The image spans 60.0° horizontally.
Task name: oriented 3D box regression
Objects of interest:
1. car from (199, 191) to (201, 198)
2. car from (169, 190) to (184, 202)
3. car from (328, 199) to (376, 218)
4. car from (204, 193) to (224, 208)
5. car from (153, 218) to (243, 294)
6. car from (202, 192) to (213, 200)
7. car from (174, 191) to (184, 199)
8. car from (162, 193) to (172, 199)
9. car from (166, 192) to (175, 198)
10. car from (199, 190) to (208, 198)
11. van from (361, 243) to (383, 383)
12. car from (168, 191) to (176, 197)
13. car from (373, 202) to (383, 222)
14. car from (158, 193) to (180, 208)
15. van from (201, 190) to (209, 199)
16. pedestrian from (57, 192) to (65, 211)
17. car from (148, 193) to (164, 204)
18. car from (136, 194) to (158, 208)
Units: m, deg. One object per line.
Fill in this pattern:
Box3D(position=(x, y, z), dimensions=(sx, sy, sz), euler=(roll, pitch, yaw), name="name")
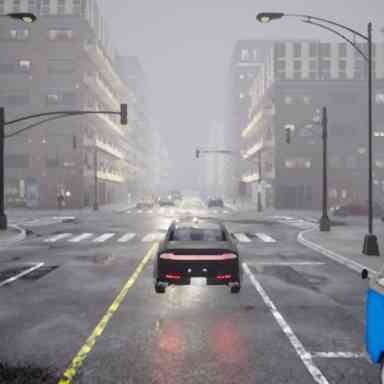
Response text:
Box3D(position=(2.881, 0.890, 68.397), dimensions=(1.752, 1.417, 4.829), euler=(1, 1, 0), name="car")
Box3D(position=(-2.895, 0.672, 59.290), dimensions=(2.150, 2.045, 5.566), euler=(0, 0, 1), name="car")
Box3D(position=(13.715, 1.335, 28.174), dimensions=(4.097, 1.590, 1.967), euler=(0, -1, 1), name="car")
Box3D(position=(2.807, 1.192, 40.016), dimensions=(1.947, 1.339, 4.313), euler=(1, 1, 0), name="car")
Box3D(position=(0.123, 1.410, 8.560), dimensions=(2.128, 1.511, 4.902), euler=(0, 1, 0), name="car")
Box3D(position=(2.822, 1.124, 45.658), dimensions=(2.008, 1.369, 4.403), euler=(1, 1, 0), name="car")
Box3D(position=(-2.806, 0.643, 74.857), dimensions=(2.097, 1.767, 4.553), euler=(0, 1, 0), name="car")
Box3D(position=(-5.485, 0.859, 73.892), dimensions=(1.887, 1.381, 4.507), euler=(1, 1, 0), name="car")
Box3D(position=(-5.456, 0.763, 85.176), dimensions=(2.008, 1.369, 4.403), euler=(1, 1, 0), name="car")
Box3D(position=(2.928, 0.527, 85.152), dimensions=(2.192, 1.841, 5.009), euler=(1, 1, 0), name="car")
Box3D(position=(2.680, 1.321, 2.069), dimensions=(1.690, 1.788, 3.998), euler=(1, 1, 0), name="van")
Box3D(position=(-5.440, 0.601, 90.818), dimensions=(1.967, 1.590, 4.097), euler=(1, 1, 0), name="car")
Box3D(position=(13.590, 1.391, 19.793), dimensions=(4.313, 1.339, 1.947), euler=(0, -1, 1), name="car")
Box3D(position=(-2.985, 1.157, 41.766), dimensions=(2.033, 1.411, 5.357), euler=(0, 1, 0), name="car")
Box3D(position=(2.854, 0.811, 56.940), dimensions=(1.690, 1.788, 3.998), euler=(1, 1, 0), name="van")
Box3D(position=(-12.457, 0.911, 31.494), dimensions=(0.375, 1.860, 0.375), euler=(0, -1, 1), name="pedestrian")
Box3D(position=(-5.542, 0.961, 51.321), dimensions=(1.967, 1.590, 4.097), euler=(1, 1, 0), name="car")
Box3D(position=(-5.572, 1.152, 39.867), dimensions=(1.752, 1.417, 4.829), euler=(1, 1, 0), name="car")
